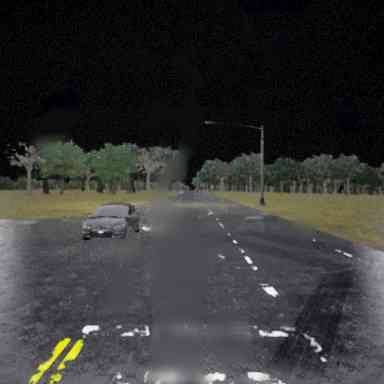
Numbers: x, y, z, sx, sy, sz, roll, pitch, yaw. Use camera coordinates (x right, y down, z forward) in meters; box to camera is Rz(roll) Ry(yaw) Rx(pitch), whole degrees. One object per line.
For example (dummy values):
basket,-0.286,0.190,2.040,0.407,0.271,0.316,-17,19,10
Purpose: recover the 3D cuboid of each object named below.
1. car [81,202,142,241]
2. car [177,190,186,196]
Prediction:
car,-3.455,1.261,15.060,1.837,1.490,4.892,1,0,0
car,-2.597,0.311,84.675,1.837,1.490,4.892,0,1,6
